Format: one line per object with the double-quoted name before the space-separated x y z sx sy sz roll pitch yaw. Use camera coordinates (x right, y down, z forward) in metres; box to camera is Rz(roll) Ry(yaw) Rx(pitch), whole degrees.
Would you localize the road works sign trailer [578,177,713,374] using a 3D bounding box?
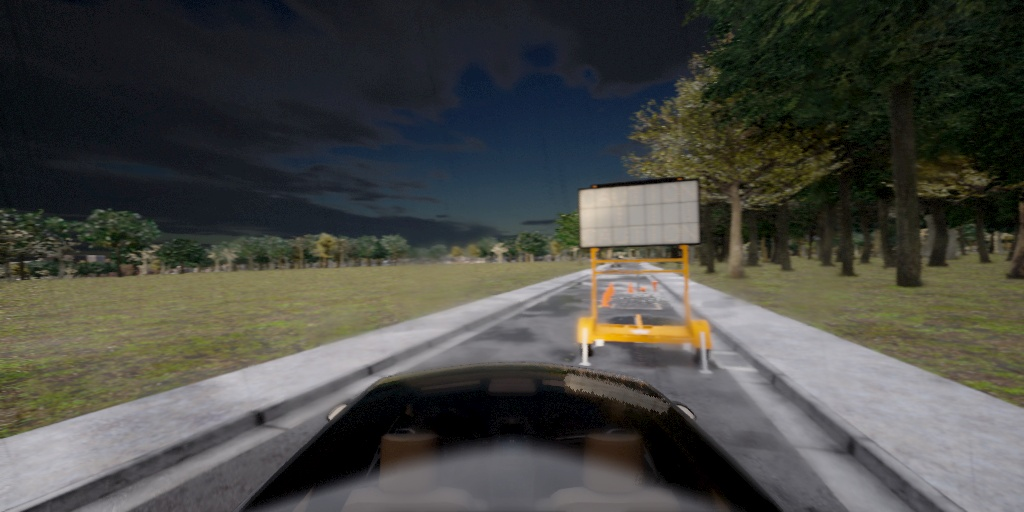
"road works sign trailer" 2.735 0.211 7.644 2.380 3.560 2.880 0 0 18
